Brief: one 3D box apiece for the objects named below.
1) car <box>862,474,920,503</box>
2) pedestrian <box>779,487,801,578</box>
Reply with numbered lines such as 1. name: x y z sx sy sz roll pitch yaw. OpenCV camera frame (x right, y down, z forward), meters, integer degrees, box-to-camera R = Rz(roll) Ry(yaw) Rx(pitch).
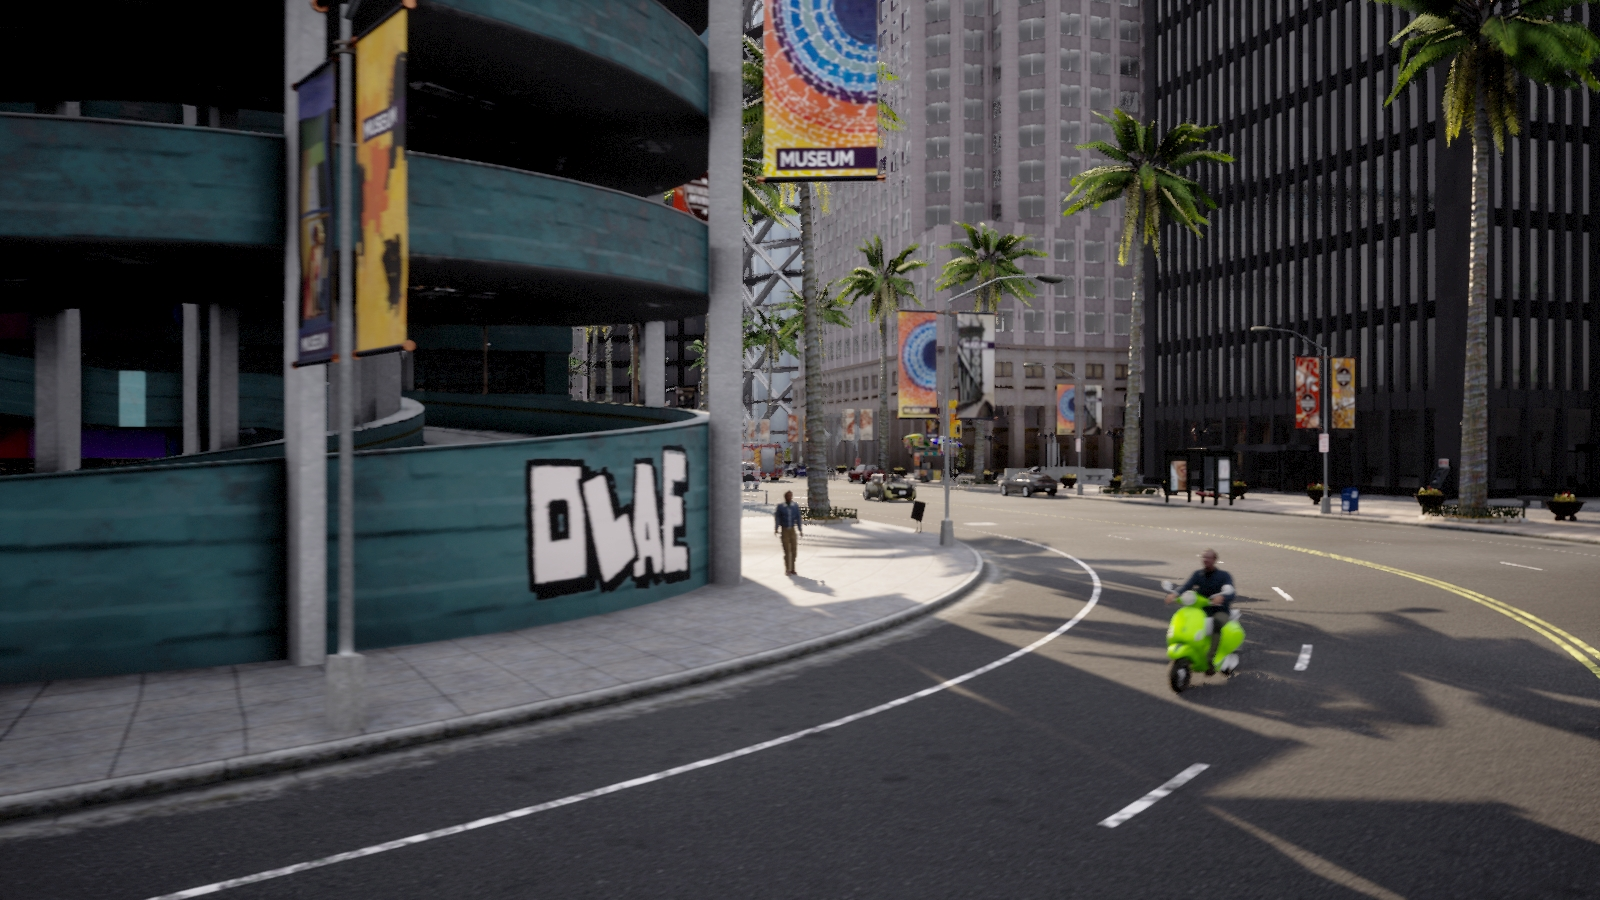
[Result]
1. car: 4.961 2.078 62.814 1.970 1.475 3.806 0 0 -16
2. pedestrian: -0.209 1.702 23.742 0.375 1.860 0.375 0 0 -13
